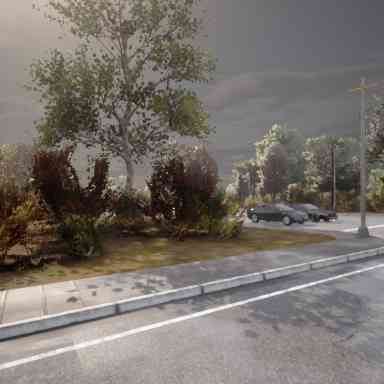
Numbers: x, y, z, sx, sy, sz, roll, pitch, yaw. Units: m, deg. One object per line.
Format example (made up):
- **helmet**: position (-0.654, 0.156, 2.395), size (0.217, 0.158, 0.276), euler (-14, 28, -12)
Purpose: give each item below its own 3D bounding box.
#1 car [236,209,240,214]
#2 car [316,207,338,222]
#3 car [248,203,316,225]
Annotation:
- **car**: position (2.361, 1.467, 34.888), size (2.150, 2.045, 5.566), euler (0, -1, -43)
- **car**: position (8.988, 1.639, 27.145), size (2.033, 1.411, 5.357), euler (0, -1, -39)
- **car**: position (6.329, 1.595, 24.820), size (1.837, 1.490, 4.892), euler (0, -1, -39)
